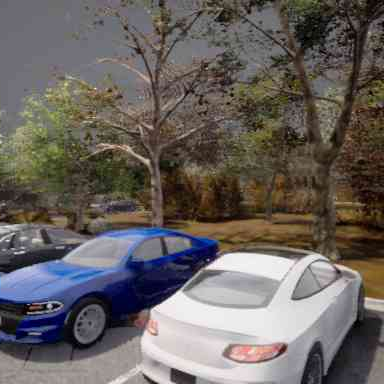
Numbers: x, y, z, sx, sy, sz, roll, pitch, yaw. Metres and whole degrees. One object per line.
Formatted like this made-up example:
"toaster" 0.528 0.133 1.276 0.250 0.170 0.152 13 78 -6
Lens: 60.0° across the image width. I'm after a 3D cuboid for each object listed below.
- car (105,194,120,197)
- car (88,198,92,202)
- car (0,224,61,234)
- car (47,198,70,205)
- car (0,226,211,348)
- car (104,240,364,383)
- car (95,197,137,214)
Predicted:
"car" -15.288 1.425 64.090 2.150 2.045 5.566 -3 0 1
"car" -24.312 2.034 76.844 4.553 1.767 2.097 -3 -2 35
"car" -3.985 1.570 8.650 2.231 1.521 4.892 -1 0 35
"car" -22.042 1.766 56.015 1.837 1.490 4.892 -4 -1 35
"car" -1.313 1.533 6.759 2.097 1.535 5.008 -1 0 35
"car" 1.246 1.539 4.924 2.002 1.452 4.674 -1 0 35
"car" -8.073 1.575 35.876 1.837 1.490 4.892 -4 -2 35
